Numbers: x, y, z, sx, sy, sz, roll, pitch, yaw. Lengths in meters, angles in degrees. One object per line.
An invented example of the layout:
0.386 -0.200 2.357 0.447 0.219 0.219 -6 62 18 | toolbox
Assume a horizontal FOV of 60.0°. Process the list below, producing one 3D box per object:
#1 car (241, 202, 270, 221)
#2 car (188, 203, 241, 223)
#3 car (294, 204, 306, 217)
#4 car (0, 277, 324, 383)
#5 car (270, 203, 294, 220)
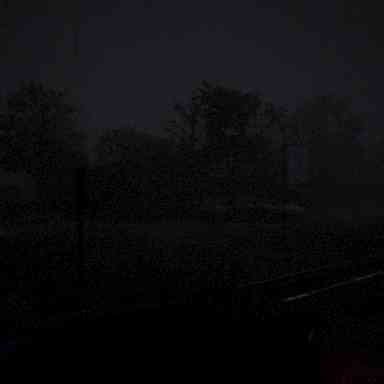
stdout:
4.167 1.723 30.036 2.231 1.521 4.892 1 -1 -37 | car
1.539 1.733 28.079 2.002 1.452 4.674 1 -1 -37 | car
9.313 1.818 33.877 2.002 1.452 4.674 1 -1 -37 | car
-1.087 1.567 2.773 5.357 1.411 2.033 1 -1 -37 | car
6.784 1.750 32.002 2.097 1.535 5.008 1 -1 -37 | car
